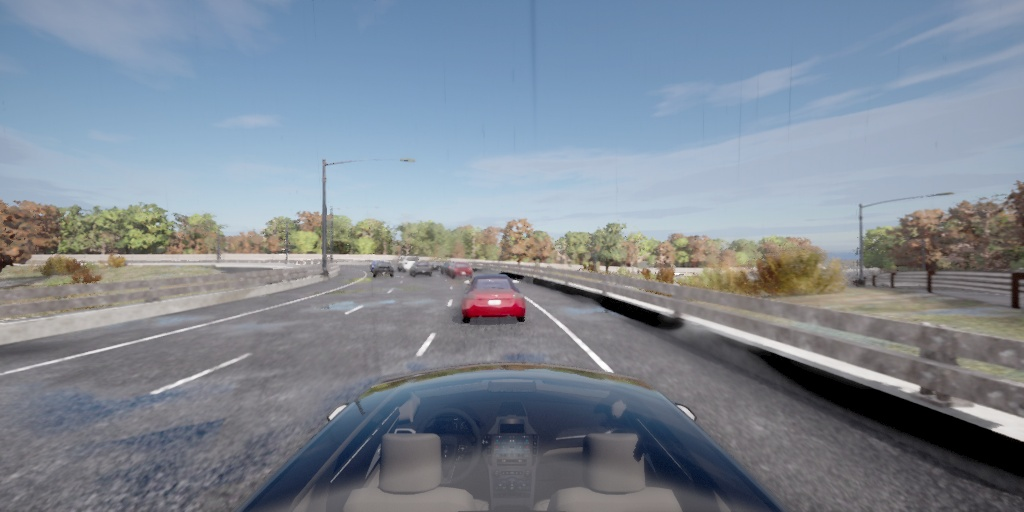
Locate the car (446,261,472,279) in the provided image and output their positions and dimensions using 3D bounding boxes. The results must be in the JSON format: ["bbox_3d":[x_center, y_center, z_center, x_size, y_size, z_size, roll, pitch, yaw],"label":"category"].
[{"bbox_3d":[-4.664,1.302,32.696,1.812,1.442,4.674,0,0,-14],"label":"car"}]

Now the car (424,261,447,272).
[{"bbox_3d":[-10.364,1.410,48.456,1.895,1.301,4.718,0,0,-26],"label":"car"}]

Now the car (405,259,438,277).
[{"bbox_3d":[-9.095,1.293,35.793,2.128,1.511,4.902,0,0,-21],"label":"car"}]

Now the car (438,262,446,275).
[{"bbox_3d":[-6.564,1.313,39.021,1.812,1.442,4.674,0,0,-20],"label":"car"}]

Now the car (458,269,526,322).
[{"bbox_3d":[-0.703,1.318,12.408,1.994,1.385,4.181,0,0,-6],"label":"car"}]

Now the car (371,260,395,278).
[{"bbox_3d":[-12.625,1.326,35.260,1.837,1.490,4.892,0,0,-21],"label":"car"}]

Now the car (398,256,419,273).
[{"bbox_3d":[-13.320,1.049,46.531,2.150,2.045,5.566,0,0,-26],"label":"car"}]
